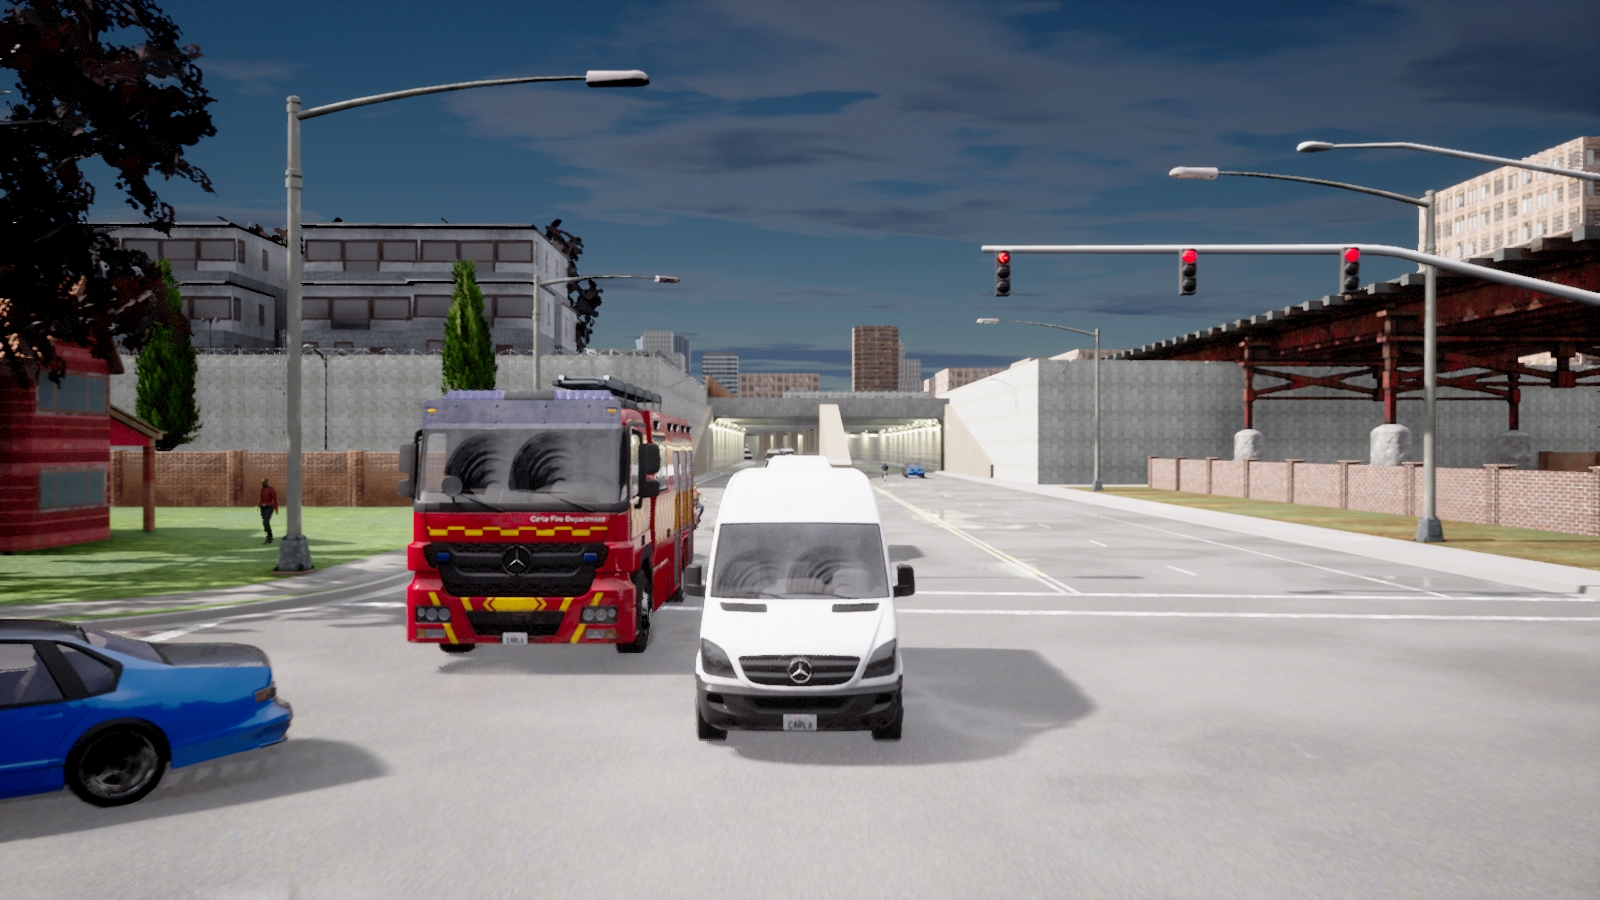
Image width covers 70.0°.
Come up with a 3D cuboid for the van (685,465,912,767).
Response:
[{"bbox_3d":[-0.013,1.494,12.982,1.988,2.561,5.915,0,0,0],"label":"van"}]

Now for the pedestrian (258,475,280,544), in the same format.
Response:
[{"bbox_3d":[-14.396,1.603,30.986,0.375,1.860,0.375,0,0,19],"label":"pedestrian"}]

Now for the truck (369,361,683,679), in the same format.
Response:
[{"bbox_3d":[-3.742,0.835,18.024,2.891,3.827,8.468,0,0,0],"label":"truck"}]

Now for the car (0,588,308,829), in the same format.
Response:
[{"bbox_3d":[-6.888,2.056,8.816,5.357,1.411,2.033,0,0,-36],"label":"car"}]
